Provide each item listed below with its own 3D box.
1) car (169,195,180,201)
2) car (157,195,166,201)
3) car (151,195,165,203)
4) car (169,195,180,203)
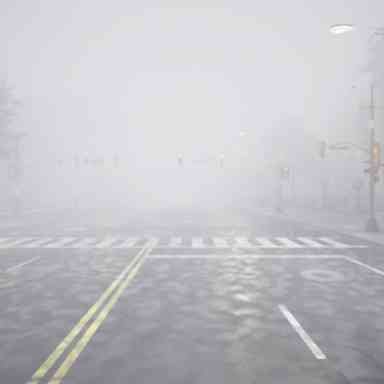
[{"bbox_3d":[-4.443,1.433,83.412,2.033,1.411,5.357,0,0,-10],"label":"car"},{"bbox_3d":[-7.608,1.420,81.488,1.812,1.442,4.674,0,0,-10],"label":"car"},{"bbox_3d":[-7.014,1.393,66.232,1.882,1.535,5.008,0,0,0],"label":"car"},{"bbox_3d":[-3.516,1.392,67.427,1.882,1.535,5.008,0,0,0],"label":"car"}]
